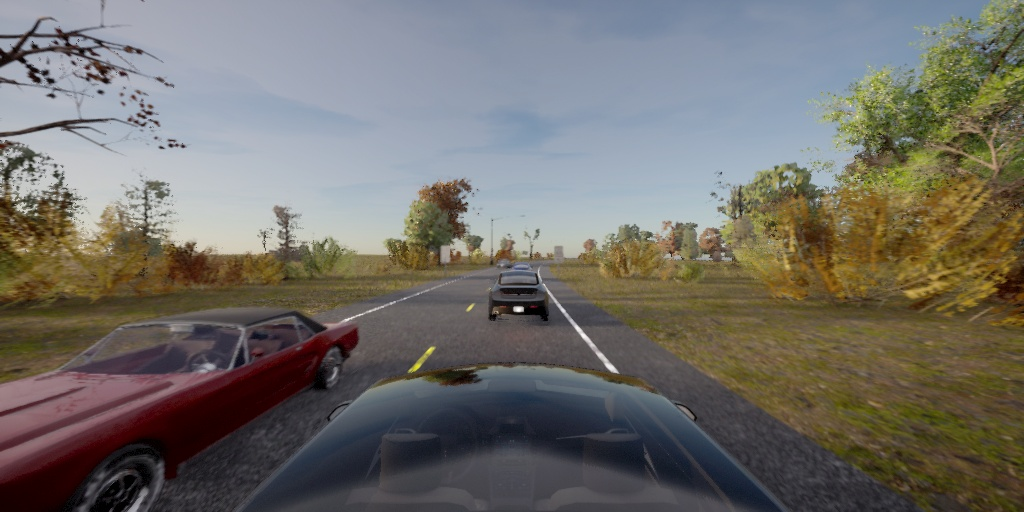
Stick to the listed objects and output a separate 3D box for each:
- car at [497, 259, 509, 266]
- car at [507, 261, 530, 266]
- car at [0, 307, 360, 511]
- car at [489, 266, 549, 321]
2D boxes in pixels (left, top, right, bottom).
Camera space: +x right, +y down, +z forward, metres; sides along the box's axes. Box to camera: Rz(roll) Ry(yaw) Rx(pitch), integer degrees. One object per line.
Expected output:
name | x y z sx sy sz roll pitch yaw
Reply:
car | -1.209 1.243 55.053 2.128 1.511 4.902 0 0 5
car | 0.837 1.281 30.717 1.812 1.442 4.674 0 0 3
car | -3.598 1.349 4.037 1.895 1.301 4.718 0 0 0
car | 0.233 1.258 12.561 1.837 1.490 4.892 0 0 1
